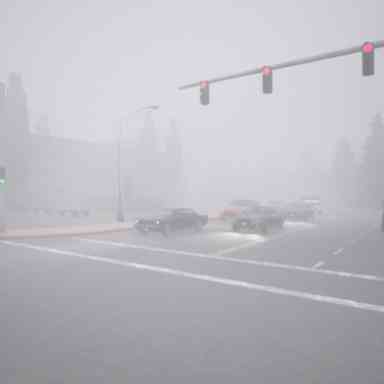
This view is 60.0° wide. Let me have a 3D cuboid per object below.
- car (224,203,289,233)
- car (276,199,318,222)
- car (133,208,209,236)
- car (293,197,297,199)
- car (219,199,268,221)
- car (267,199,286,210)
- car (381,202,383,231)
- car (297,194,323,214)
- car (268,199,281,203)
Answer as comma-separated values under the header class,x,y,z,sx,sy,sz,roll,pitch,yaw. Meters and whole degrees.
class,x,y,z,sx,sy,sz,roll,pitch,yaw
car,3.957,1.564,19.812,1.994,1.385,4.181,0,0,34
car,8.534,1.564,26.856,1.994,1.385,4.181,0,0,31
car,-1.066,1.601,18.673,1.895,1.301,4.718,0,0,35
car,14.786,1.505,45.542,1.837,1.490,4.892,0,0,6
car,3.925,1.352,26.050,2.097,1.767,4.553,0,0,33
car,11.152,1.601,44.254,1.895,1.301,4.718,0,0,7
car,12.608,1.221,19.698,2.150,2.045,5.566,0,0,34
car,12.630,1.222,35.562,2.150,2.045,5.566,0,0,17
car,8.600,1.564,34.704,1.994,1.385,4.181,0,0,21
